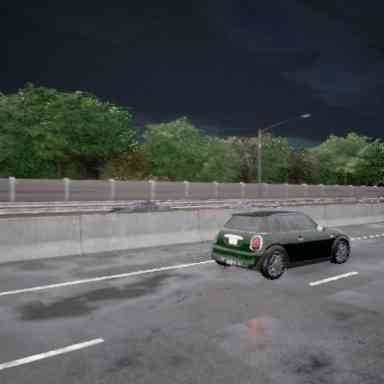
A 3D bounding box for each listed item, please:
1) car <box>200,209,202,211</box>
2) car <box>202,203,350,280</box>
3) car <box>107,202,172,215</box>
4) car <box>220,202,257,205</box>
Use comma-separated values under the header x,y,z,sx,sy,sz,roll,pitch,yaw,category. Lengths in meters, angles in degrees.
x,y,z,sx,sy,sz,roll,pitch,yaw,category
2.878,1.597,27.504,4.718,1.301,1.895,0,0,-35,car
2.841,1.350,10.199,4.553,1.767,2.097,0,0,-36,car
-4.131,1.543,26.829,5.357,1.411,2.033,0,0,-35,car
3.874,1.490,23.924,4.902,1.511,2.128,0,0,-35,car
